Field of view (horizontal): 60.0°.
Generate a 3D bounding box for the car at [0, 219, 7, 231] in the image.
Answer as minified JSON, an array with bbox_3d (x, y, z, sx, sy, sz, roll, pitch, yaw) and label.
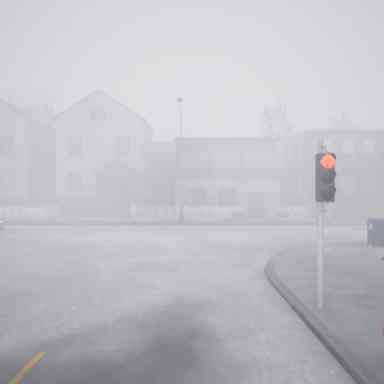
[{"bbox_3d":[-11.848,1.599,16.366,4.718,1.301,1.895,0,0,0],"label":"car"}]
